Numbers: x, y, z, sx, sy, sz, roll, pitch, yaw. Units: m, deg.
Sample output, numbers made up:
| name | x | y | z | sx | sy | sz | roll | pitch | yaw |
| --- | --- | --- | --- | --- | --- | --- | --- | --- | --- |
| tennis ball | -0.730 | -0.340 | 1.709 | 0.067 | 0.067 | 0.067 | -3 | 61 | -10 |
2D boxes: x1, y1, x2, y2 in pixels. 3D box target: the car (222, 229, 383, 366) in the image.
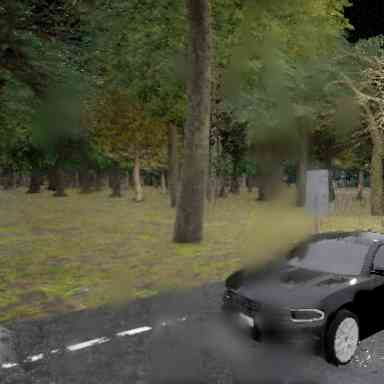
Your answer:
| name | x | y | z | sx | sy | sz | roll | pitch | yaw |
| --- | --- | --- | --- | --- | --- | --- | --- | --- | --- |
| car | 2.775 | 1.476 | 5.973 | 5.008 | 1.535 | 1.882 | 0 | 0 | -36 |
